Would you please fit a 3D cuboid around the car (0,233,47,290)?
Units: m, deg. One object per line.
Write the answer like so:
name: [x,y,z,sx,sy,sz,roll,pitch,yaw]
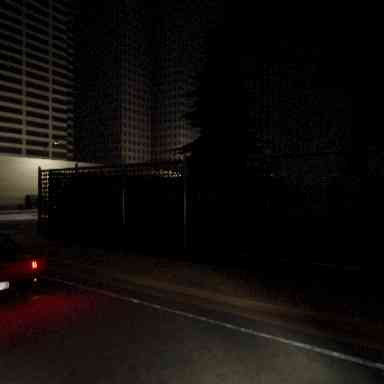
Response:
car: [-5.578,1.595,7.979,4.718,1.301,1.895,0,0,37]
